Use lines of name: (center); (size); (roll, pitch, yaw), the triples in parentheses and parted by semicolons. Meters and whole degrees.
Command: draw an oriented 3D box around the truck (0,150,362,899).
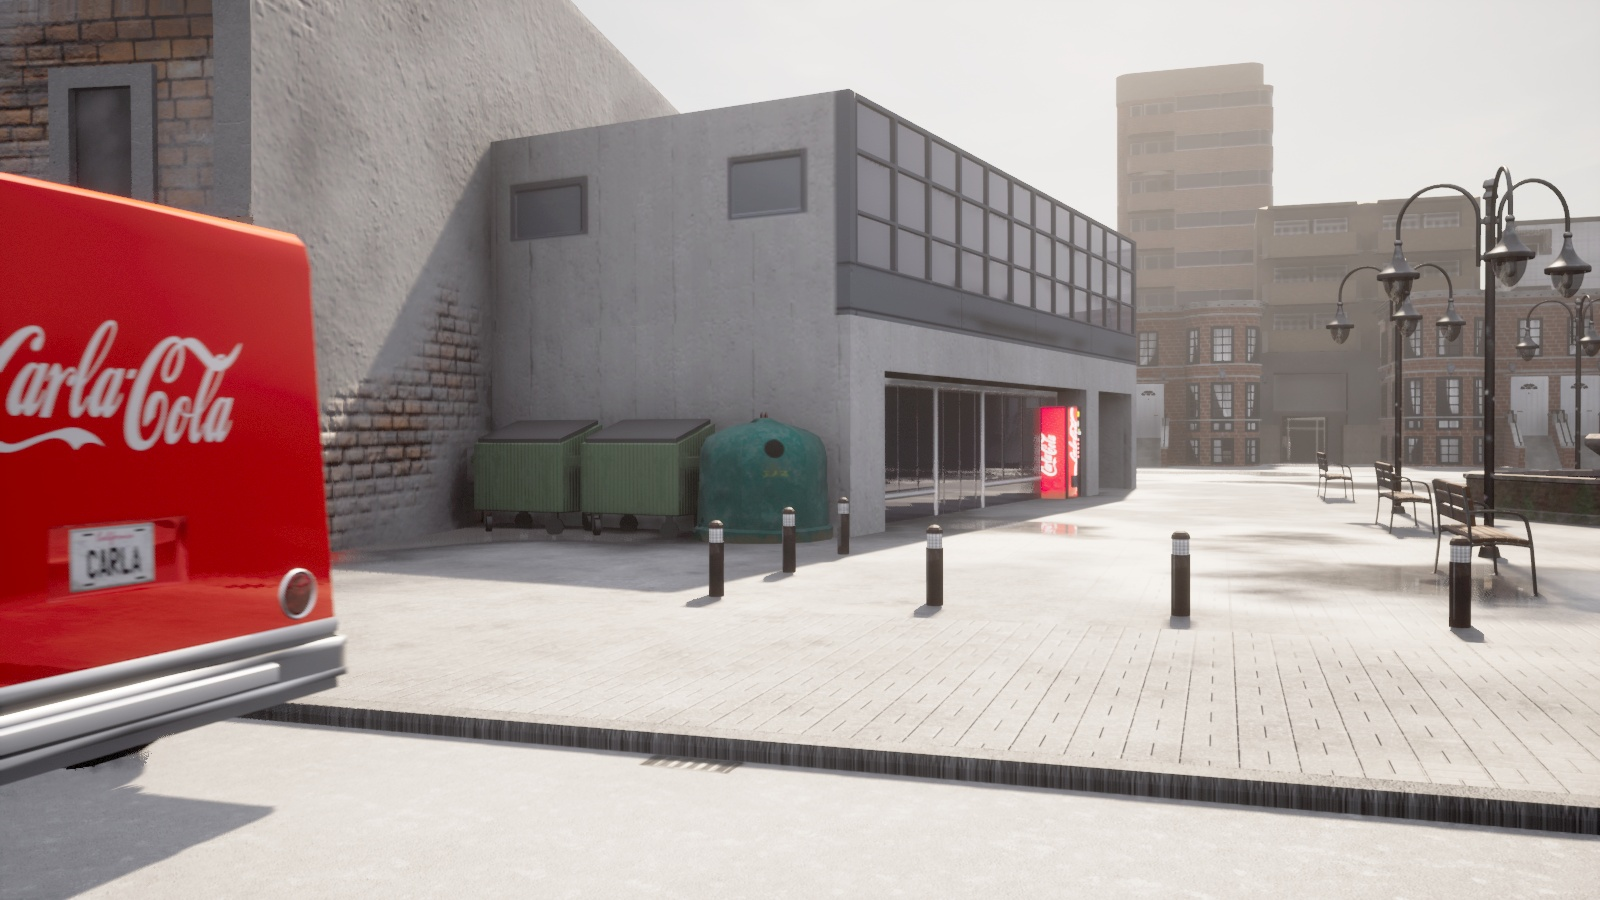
truck: (-4.902, 0.236, 5.356); (5.204, 2.467, 2.627); (1, 1, 19)
